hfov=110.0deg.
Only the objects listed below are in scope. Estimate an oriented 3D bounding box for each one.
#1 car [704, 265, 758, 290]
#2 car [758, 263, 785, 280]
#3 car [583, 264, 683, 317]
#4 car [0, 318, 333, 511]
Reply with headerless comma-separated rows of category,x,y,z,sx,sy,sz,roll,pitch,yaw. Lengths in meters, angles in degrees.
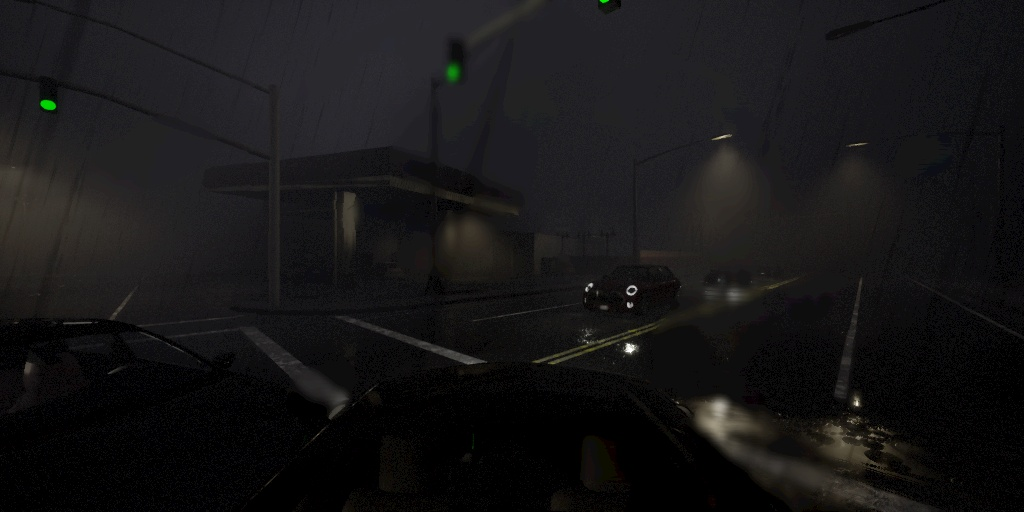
car,13.763,1.315,22.673,1.994,1.385,4.181,0,0,44
car,22.527,1.313,31.529,4.181,1.385,1.994,0,0,-45
car,4.588,1.102,13.366,2.097,1.767,4.553,0,0,45
car,-3.443,1.242,2.419,4.902,1.511,2.128,0,0,14
